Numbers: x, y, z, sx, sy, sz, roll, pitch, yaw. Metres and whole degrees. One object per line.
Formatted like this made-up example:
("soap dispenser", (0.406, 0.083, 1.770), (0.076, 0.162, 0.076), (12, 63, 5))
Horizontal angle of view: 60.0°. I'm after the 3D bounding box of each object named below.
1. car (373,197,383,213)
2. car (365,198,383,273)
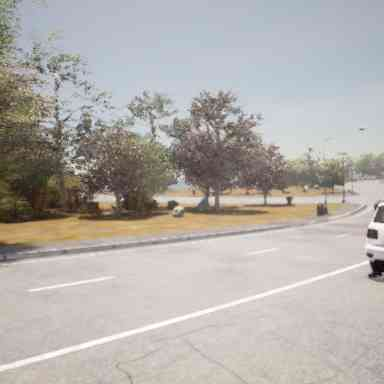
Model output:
("car", (20.850, 1.349, 35.795), (1.895, 1.301, 4.718), (-2, 1, 35))
("car", (7.091, 1.232, 9.711), (5.566, 2.045, 2.150), (0, 0, -41))
